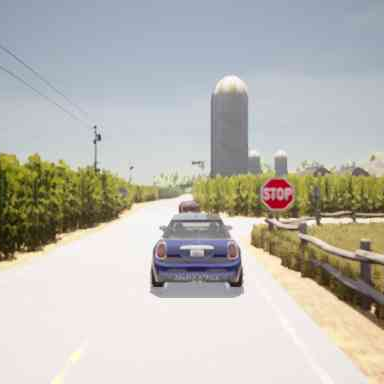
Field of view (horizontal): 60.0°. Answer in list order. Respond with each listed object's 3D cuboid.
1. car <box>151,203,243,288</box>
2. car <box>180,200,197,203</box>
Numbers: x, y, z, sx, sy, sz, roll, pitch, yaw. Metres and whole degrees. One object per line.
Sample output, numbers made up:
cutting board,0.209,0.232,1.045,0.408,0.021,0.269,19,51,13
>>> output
car,0.111,1.353,9.387,2.097,1.767,4.553,0,0,0
car,-0.330,1.479,29.804,1.882,1.535,5.008,0,0,-3
